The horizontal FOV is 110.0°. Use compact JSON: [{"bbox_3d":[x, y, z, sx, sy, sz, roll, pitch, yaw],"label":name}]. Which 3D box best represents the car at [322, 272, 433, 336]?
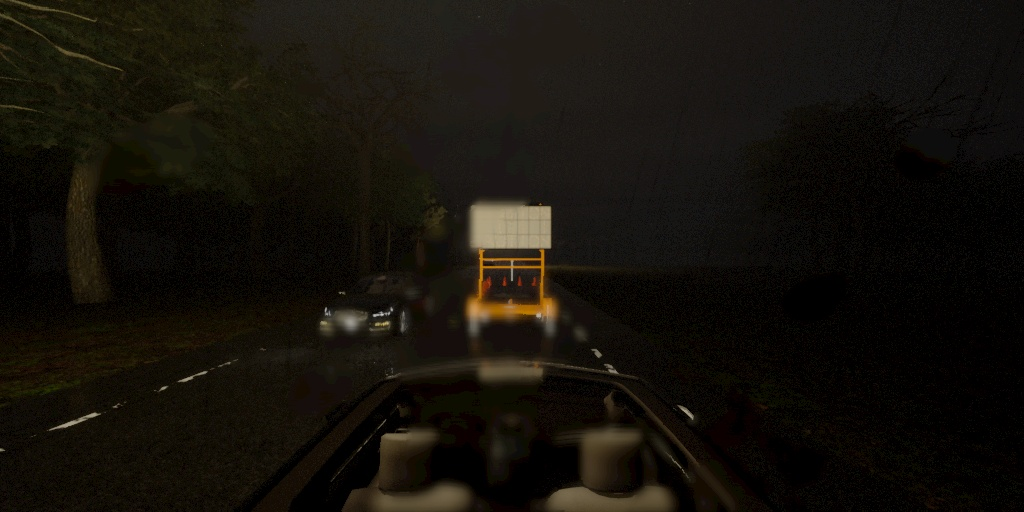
[{"bbox_3d":[-3.597,1.251,10.447,1.837,1.490,4.892,0,0,0],"label":"car"}]

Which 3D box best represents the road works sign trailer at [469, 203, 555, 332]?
[{"bbox_3d":[0.002,0.210,10.797,2.380,3.560,2.880,0,0,0],"label":"road works sign trailer"}]

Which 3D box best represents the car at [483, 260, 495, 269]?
[{"bbox_3d":[-3.490,1.118,53.971,2.033,1.411,5.357,0,0,0],"label":"car"}]
